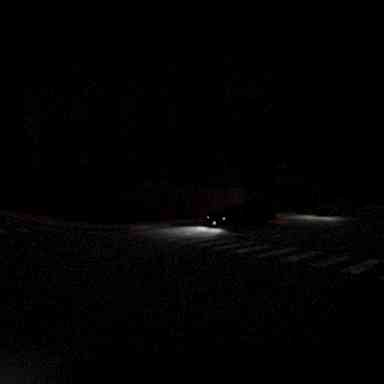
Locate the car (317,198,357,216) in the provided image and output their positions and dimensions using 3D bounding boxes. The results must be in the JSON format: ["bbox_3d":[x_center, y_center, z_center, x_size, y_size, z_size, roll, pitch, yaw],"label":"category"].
[{"bbox_3d":[13.313,1.324,30.417,5.008,1.535,1.882,0,0,-41],"label":"car"}]

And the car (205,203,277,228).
[{"bbox_3d":[3.346,1.459,21.704,5.357,1.411,2.033,0,0,-41],"label":"car"}]
